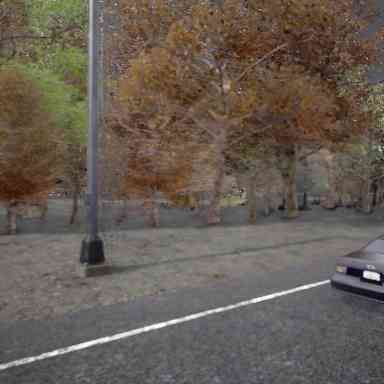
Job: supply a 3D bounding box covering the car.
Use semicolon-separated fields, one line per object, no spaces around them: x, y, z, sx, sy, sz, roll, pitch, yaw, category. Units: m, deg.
5.330;1.587;7.545;5.357;1.411;2.033;0;0;-35;car
